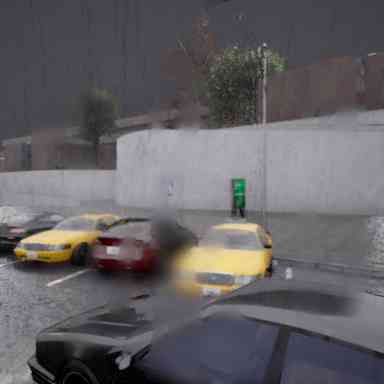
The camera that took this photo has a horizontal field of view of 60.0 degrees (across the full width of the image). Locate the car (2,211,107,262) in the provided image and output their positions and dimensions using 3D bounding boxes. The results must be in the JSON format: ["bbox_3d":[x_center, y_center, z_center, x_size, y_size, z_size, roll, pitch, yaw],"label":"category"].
[{"bbox_3d":[-3.783,1.483,11.970,1.946,1.575,5.366,0,-1,15],"label":"car"}]

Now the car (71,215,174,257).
[{"bbox_3d":[-1.303,1.520,10.445,2.163,1.488,4.792,0,-1,15],"label":"car"}]

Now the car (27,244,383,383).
[{"bbox_3d":[0.831,1.547,2.784,5.357,1.411,2.033,0,0,36],"label":"car"}]

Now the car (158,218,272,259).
[{"bbox_3d":[1.074,1.487,8.504,1.946,1.575,5.366,1,-1,16],"label":"car"}]

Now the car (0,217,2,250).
[{"bbox_3d":[-6.167,1.530,13.877,2.002,1.452,4.674,0,-1,16],"label":"car"}]
